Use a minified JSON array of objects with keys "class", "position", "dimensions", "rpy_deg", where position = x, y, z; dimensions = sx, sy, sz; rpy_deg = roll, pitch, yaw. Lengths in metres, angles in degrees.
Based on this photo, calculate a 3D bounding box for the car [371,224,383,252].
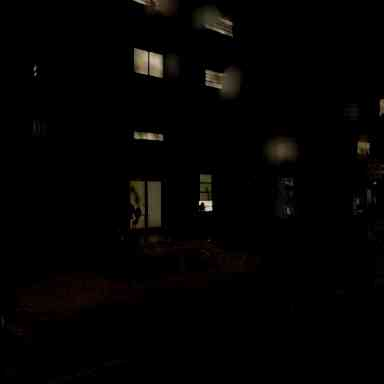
[{"class":"car","position":[8.461,1.550,12.566],"dimensions":[4.403,1.369,2.008],"rpy_deg":[0,0,-35]}]

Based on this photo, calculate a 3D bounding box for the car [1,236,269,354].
[{"class":"car","position":[-0.686,1.525,6.068],"dimensions":[4.829,1.417,1.752],"rpy_deg":[0,0,-35]}]
